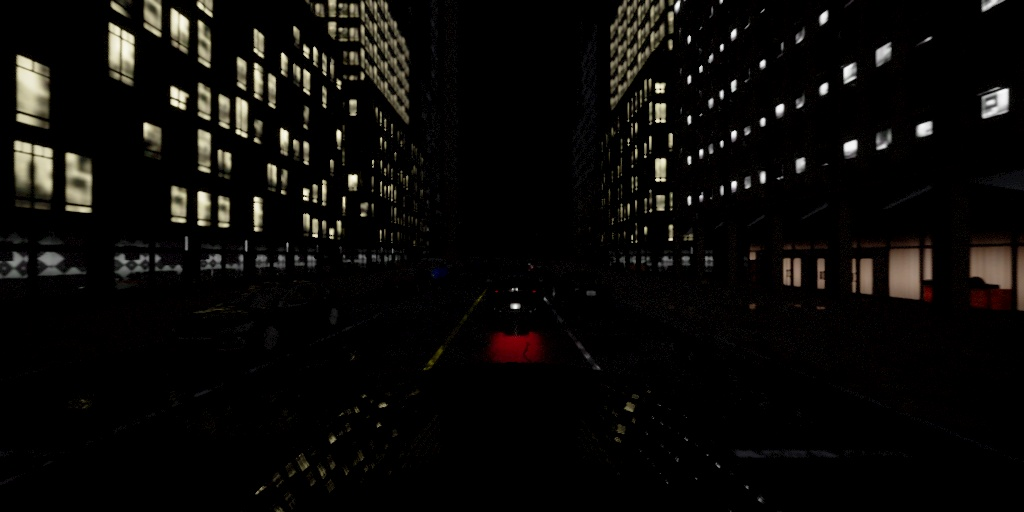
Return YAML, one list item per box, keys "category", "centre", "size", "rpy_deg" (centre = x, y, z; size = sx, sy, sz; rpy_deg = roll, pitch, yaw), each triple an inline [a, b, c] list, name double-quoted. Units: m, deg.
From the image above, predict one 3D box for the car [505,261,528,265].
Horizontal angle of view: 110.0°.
- category: "car"
  centre: [0.098, 1.303, 30.758]
  size: [1.895, 1.301, 4.718]
  rpy_deg: [0, 0, 0]

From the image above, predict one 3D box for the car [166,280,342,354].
- category: "car"
  centre: [-5.690, 1.290, 8.588]
  size: [2.007, 1.370, 4.403]
  rpy_deg: [0, 0, 0]

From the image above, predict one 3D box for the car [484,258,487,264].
- category: "car"
  centre: [-5.694, 1.210, 59.818]
  size: [1.948, 1.339, 4.313]
  rpy_deg: [0, 0, 0]

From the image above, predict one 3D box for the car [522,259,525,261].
- category: "car"
  centre: [2.688, 1.250, 48.419]
  size: [1.802, 1.307, 4.207]
  rpy_deg: [0, 0, 0]

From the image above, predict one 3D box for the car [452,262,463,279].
- category: "car"
  centre: [-5.692, 1.283, 31.357]
  size: [1.802, 1.307, 4.207]
  rpy_deg: [0, 0, 0]

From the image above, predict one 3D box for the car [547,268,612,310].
- category: "car"
  centre: [2.690, 1.296, 14.268]
  size: [1.948, 1.339, 4.313]
  rpy_deg: [0, 0, 0]

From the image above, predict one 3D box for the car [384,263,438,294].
- category: "car"
  centre: [-5.691, 1.266, 19.972]
  size: [1.888, 1.381, 4.507]
  rpy_deg: [0, 0, 0]

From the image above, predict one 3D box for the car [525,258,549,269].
- category: "car"
  centre: [2.689, 1.130, 37.035]
  size: [1.967, 1.591, 4.097]
  rpy_deg: [0, 0, 0]

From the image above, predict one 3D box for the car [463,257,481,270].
- category: "car"
  centre: [-5.693, 1.107, 48.433]
  size: [1.967, 1.591, 4.097]
  rpy_deg: [0, 0, 0]

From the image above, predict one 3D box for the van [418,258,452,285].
- category: "van"
  centre: [-5.691, 1.052, 25.665]
  size: [1.690, 1.789, 3.998]
  rpy_deg: [0, 0, 0]

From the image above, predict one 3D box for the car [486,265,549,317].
- category: "car"
  centre: [0.100, 1.237, 13.082]
  size: [1.837, 1.490, 4.892]
  rpy_deg: [0, 0, 0]

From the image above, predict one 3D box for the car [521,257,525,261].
- category: "car"
  centre: [2.687, 1.181, 54.282]
  size: [1.751, 1.417, 4.829]
  rpy_deg: [0, 0, 0]

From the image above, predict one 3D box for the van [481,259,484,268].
- category: "van"
  centre: [-5.693, 0.997, 54.126]
  size: [1.690, 1.789, 3.998]
  rpy_deg: [0, 0, 0]
